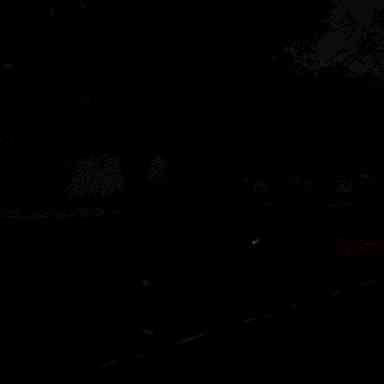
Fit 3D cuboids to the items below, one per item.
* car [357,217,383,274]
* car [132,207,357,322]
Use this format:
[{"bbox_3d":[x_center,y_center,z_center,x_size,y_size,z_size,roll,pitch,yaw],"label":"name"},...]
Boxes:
[{"bbox_3d":[5.592,1.511,10.544,4.829,1.417,1.752,0,0,-35],"label":"car"},{"bbox_3d":[1.221,1.307,7.426,5.009,1.841,2.192,0,0,-35],"label":"car"}]
